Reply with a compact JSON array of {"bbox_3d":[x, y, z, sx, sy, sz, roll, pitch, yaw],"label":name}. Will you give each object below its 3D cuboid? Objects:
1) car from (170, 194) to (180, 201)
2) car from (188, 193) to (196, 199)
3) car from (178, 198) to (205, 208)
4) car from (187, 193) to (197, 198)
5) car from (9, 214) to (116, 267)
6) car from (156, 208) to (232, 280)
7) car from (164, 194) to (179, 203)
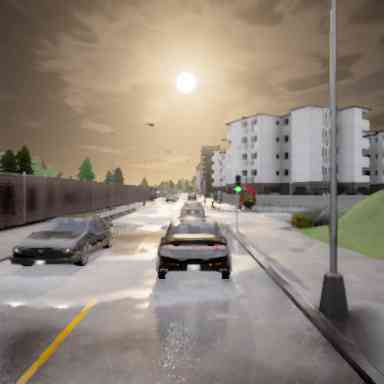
[{"bbox_3d":[-3.989,1.246,77.910,2.033,1.411,5.357,0,0,0],"label":"car"},{"bbox_3d":[0.013,1.098,86.230,2.128,1.511,4.902,0,0,0],"label":"car"},{"bbox_3d":[0.070,1.450,26.098,2.033,1.411,5.357,0,0,0],"label":"car"},{"bbox_3d":[0.011,1.067,76.199,2.097,1.767,4.553,0,0,0],"label":"car"},{"bbox_3d":[-4.063,1.504,11.572,2.033,1.411,5.357,0,0,0],"label":"car"},{"bbox_3d":[0.057,1.455,9.800,2.128,1.511,4.902,0,0,0],"label":"car"},{"bbox_3d":[-4.023,1.270,62.543,1.837,1.490,4.892,0,0,1],"label":"car"}]
